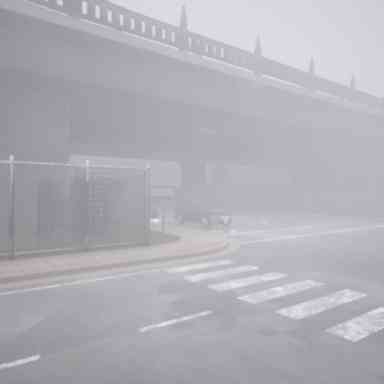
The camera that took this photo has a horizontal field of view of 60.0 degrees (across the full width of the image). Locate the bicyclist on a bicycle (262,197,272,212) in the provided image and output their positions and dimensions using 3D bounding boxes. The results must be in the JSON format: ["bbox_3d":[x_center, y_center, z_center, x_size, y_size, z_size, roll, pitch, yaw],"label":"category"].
[{"bbox_3d":[8.247,1.359,36.673,1.656,1.620,0.582,0,0,-36],"label":"bicyclist on a bicycle"}]

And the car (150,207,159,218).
[{"bbox_3d":[-5.078,1.575,30.372,2.033,1.411,5.357,0,0,-36],"label":"car"}]

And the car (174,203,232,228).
[{"bbox_3d":[0.651,1.519,22.483,2.128,1.511,4.902,0,0,-36],"label":"car"}]
